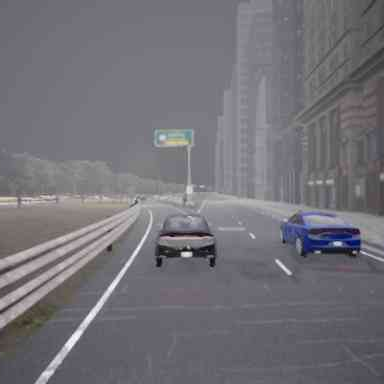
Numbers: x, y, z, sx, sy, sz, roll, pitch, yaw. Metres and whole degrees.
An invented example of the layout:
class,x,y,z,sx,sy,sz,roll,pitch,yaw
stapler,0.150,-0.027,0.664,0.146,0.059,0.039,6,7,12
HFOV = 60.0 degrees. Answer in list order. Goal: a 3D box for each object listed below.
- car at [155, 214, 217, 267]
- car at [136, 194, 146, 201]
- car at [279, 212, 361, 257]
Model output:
class,x,y,z,sx,sy,sz,roll,pitch,yaw
car,-0.254,1.508,11.531,2.128,1.511,4.902,0,0,-3
car,-11.629,1.251,76.106,2.097,1.767,4.553,0,0,-12
car,4.760,1.498,13.036,1.882,1.535,5.008,0,0,3
